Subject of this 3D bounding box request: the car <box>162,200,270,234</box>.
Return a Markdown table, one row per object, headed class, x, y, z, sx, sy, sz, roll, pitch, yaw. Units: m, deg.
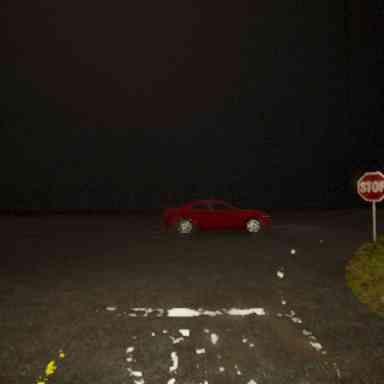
| class | x | y | z | sx | sy | sz | roll | pitch | yaw |
| --- | --- | --- | --- | --- | --- | --- | --- | --- | --- |
| car | 1.116 | 1.122 | 15.713 | 5.008 | 1.535 | 1.882 | 0 | -1 | -1 |
